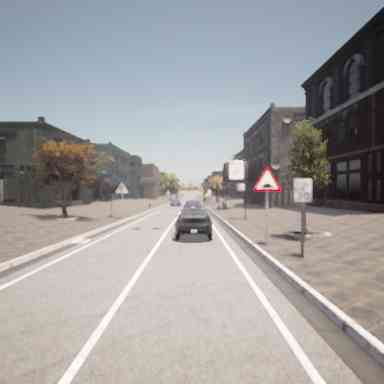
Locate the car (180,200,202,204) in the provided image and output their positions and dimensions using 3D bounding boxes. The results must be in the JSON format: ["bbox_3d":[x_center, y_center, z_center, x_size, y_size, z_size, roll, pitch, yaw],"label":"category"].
[{"bbox_3d":[0.085,1.619,36.994,2.097,1.767,4.553,0,0,0],"label":"car"}]

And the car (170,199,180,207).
[{"bbox_3d":[-3.049,1.953,61.675,1.812,1.442,4.674,0,0,0],"label":"car"}]

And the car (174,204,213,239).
[{"bbox_3d":[0.093,1.605,18.008,1.837,1.490,4.892,0,-1,0],"label":"car"}]
